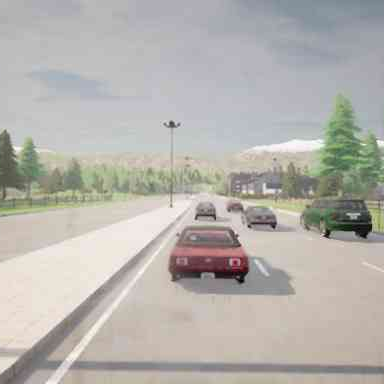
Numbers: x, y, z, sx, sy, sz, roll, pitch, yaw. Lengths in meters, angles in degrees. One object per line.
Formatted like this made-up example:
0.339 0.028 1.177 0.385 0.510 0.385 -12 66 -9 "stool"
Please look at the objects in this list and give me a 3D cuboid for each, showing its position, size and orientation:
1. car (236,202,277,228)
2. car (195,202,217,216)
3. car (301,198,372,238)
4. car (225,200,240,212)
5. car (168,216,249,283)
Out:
4.452 1.627 22.677 2.033 1.411 5.357 0 0 2 "car"
1.218 1.612 29.531 2.033 1.411 5.357 0 0 2 "car"
7.793 1.323 18.492 2.150 2.045 5.566 0 0 2 "car"
5.134 1.644 40.338 1.812 1.442 4.674 0 0 2 "car"
0.453 1.623 9.772 1.895 1.301 4.718 0 0 2 "car"
